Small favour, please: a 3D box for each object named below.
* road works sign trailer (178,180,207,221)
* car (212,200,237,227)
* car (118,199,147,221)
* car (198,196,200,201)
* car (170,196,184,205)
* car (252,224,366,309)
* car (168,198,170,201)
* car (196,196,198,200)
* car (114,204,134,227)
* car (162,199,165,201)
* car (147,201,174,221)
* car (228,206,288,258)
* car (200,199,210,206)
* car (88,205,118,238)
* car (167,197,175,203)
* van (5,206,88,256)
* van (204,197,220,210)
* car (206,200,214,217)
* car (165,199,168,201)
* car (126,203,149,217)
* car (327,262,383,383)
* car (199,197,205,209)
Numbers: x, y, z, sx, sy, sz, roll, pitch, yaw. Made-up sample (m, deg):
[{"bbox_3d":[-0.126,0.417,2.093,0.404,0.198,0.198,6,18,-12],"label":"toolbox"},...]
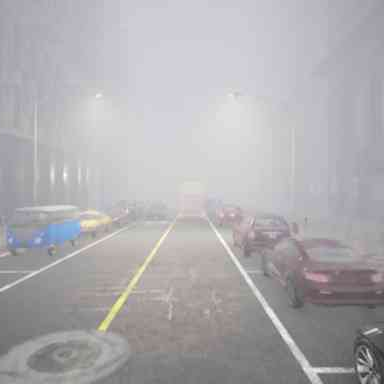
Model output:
[{"bbox_3d":[-0.014,0.729,29.604,2.380,3.560,2.880,0,-1,0],"label":"road works sign trailer"},{"bbox_3d":[2.749,1.659,24.553,1.967,1.590,4.097,0,-1,0],"label":"car"},{"bbox_3d":[-5.779,1.585,30.138,2.192,1.841,5.009,0,-1,0],"label":"car"},{"bbox_3d":[2.730,1.896,63.765,2.192,1.841,5.009,0,-1,0],"label":"car"},{"bbox_3d":[-3.033,2.011,72.325,2.097,1.767,4.553,0,-1,0],"label":"car"},{"bbox_3d":[2.757,1.651,7.748,1.802,1.307,4.206,0,-1,0],"label":"car"},{"bbox_3d":[-5.799,2.233,74.951,1.887,1.381,4.507,0,-1,0],"label":"car"},{"bbox_3d":[2.721,2.237,86.169,1.967,1.590,4.097,0,-1,0],"label":"car"},{"bbox_3d":[-5.776,1.801,24.533,1.802,1.307,4.206,0,-1,0],"label":"car"},{"bbox_3d":[-5.789,2.041,52.543,1.947,1.339,4.313,0,-1,0],"label":"car"},{"bbox_3d":[-3.114,1.823,30.787,2.033,1.411,5.357,0,-1,0],"label":"car"},{"bbox_3d":[2.754,1.559,13.350,1.967,1.590,4.097,0,-1,0],"label":"car"},{"bbox_3d":[2.729,2.200,69.364,1.947,1.339,4.313,0,-1,0],"label":"car"},{"bbox_3d":[-5.774,1.693,18.762,1.752,1.417,4.829,0,-1,0],"label":"car"},{"bbox_3d":[-5.807,2.291,91.757,1.967,1.590,4.097,0,-1,0],"label":"car"},{"bbox_3d":[-5.772,1.461,13.332,1.690,1.788,3.998,0,-1,0],"label":"van"},{"bbox_3d":[2.741,1.712,41.359,1.690,1.788,3.998,0,-1,0],"label":"van"},{"bbox_3d":[2.744,1.847,35.926,1.752,1.417,4.829,0,-1,0],"label":"car"},{"bbox_3d":[-5.791,2.093,58.144,1.947,1.339,4.313,0,-1,0],"label":"car"},{"bbox_3d":[-5.781,1.902,35.738,1.802,1.307,4.206,0,-1,0],"label":"car"},{"bbox_3d":[2.759,1.586,2.146,1.947,1.339,4.313,0,-1,0],"label":"car"},{"bbox_3d":[2.735,1.790,52.562,2.192,1.841,5.009,0,-1,0],"label":"car"}]
